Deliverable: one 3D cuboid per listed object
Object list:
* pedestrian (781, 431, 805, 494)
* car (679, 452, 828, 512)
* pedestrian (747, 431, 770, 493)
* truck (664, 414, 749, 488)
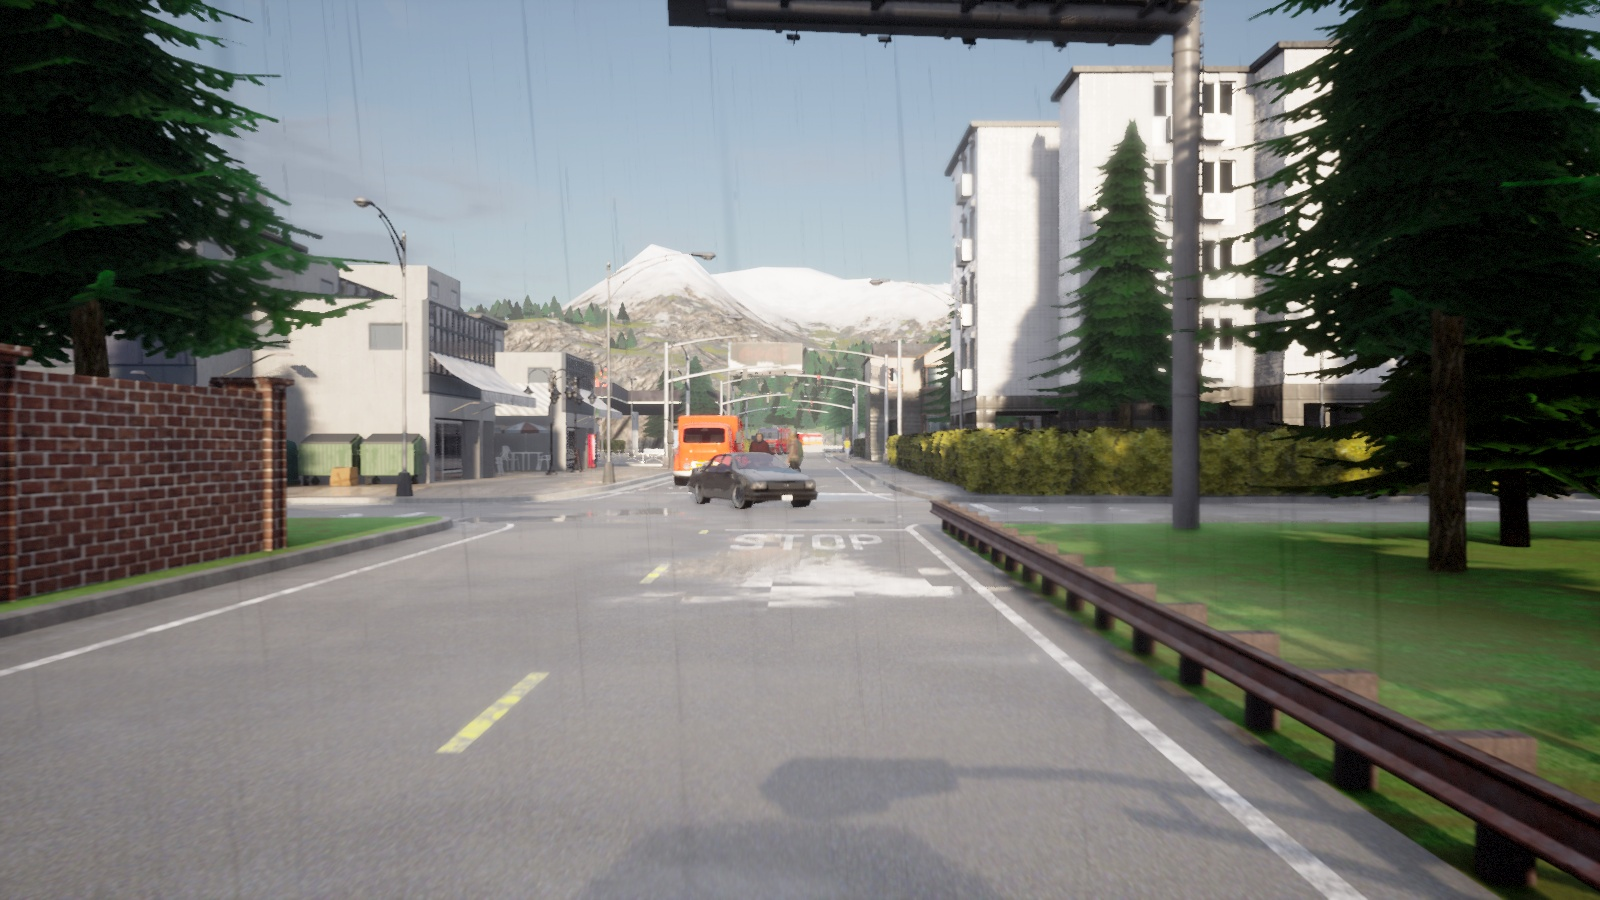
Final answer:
[{"bbox_3d":[-0.217,0.363,37.375,0.634,1.846,0.331,0,0,16],"label":"pedestrian"},{"bbox_3d":[-1.330,0.763,32.767,2.033,1.411,5.357,0,0,-24],"label":"car"},{"bbox_3d":[-1.244,0.341,37.732,0.634,1.844,0.899,0,0,2],"label":"pedestrian"},{"bbox_3d":[-3.229,0.005,44.639,2.627,2.467,5.204,0,0,0],"label":"truck"}]
